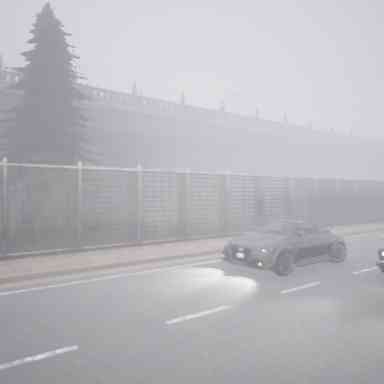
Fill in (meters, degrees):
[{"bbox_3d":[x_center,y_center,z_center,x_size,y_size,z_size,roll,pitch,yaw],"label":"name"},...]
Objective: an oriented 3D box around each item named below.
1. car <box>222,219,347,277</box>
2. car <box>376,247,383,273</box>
[{"bbox_3d":[2.960,1.575,10.395,4.181,1.385,1.994,0,0,-36],"label":"car"},{"bbox_3d":[6.911,1.613,8.837,4.718,1.301,1.895,0,0,-35],"label":"car"}]
